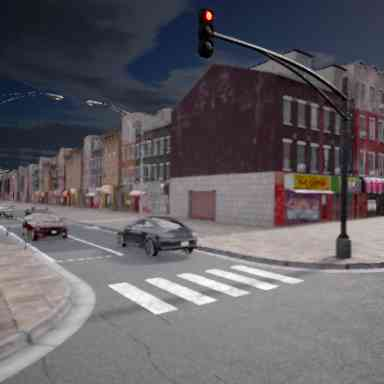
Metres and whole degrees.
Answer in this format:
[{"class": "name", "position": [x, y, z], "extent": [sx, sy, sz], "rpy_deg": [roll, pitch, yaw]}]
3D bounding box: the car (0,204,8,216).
[{"class": "car", "position": [-24.211, 2.194, 41.217], "extent": [1.947, 1.339, 4.313], "rpy_deg": [0, -1, -35]}]

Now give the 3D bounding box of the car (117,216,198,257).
[{"class": "car", "position": [-1.545, 1.732, 13.912], "extent": [1.812, 1.442, 4.674], "rpy_deg": [1, -1, -34]}]

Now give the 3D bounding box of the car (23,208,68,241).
[{"class": "car", "position": [-8.260, 1.809, 18.603], "extent": [1.887, 1.381, 4.507], "rpy_deg": [0, -1, -35]}]

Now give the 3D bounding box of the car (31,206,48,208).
[{"class": "car", "position": [-15.566, 2.119, 33.727], "extent": [1.895, 1.301, 4.718], "rpy_deg": [1, -1, -35]}]

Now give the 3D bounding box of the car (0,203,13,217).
[{"class": "car", "position": [-21.022, 1.994, 36.696], "extent": [1.967, 1.590, 4.097], "rpy_deg": [0, -1, -35]}]
